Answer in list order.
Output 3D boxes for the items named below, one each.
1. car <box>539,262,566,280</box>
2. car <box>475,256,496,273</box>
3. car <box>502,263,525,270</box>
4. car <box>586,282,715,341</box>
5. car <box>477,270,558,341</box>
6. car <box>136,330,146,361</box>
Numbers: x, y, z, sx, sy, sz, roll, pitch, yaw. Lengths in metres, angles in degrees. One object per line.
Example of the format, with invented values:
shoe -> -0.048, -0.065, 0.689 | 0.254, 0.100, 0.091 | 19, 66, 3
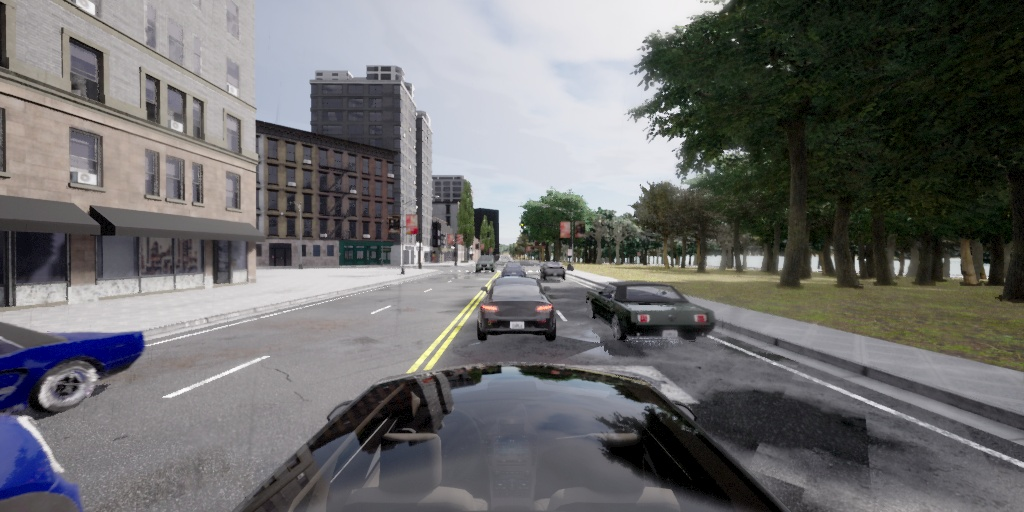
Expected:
car -> 3.401, 1.228, 30.520 | 2.128, 1.511, 4.902 | 0, 0, 0
car -> -3.177, 1.055, 43.606 | 2.150, 2.045, 5.566 | 0, 0, 0
car -> 0.147, 1.301, 29.692 | 1.994, 1.385, 4.181 | 0, 0, 0
car -> 3.358, 1.348, 9.808 | 1.895, 1.301, 4.718 | 0, 0, 0
car -> 0.105, 1.274, 9.778 | 1.812, 1.442, 4.674 | 0, 0, 0
car -> -6.598, 1.350, 3.267 | 1.895, 1.301, 4.718 | 0, 0, 0
